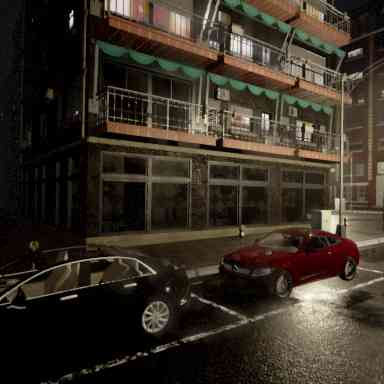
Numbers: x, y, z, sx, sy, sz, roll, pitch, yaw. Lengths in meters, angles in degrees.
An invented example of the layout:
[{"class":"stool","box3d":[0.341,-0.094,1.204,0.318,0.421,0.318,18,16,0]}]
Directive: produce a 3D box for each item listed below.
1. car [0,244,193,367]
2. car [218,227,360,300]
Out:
[{"class":"car","box3d":[-2.041,1.551,5.047,4.403,1.369,2.008,0,1,-36]},{"class":"car","box3d":[2.584,1.585,8.354,4.206,1.307,1.802,0,1,-36]}]
